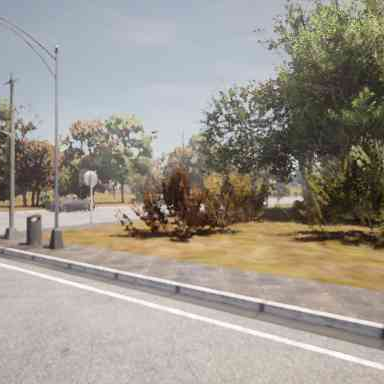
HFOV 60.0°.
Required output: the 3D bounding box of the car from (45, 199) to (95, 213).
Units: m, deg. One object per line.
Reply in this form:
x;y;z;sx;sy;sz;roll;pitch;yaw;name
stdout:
-13.216;1.471;36.488;2.033;1.411;5.357;0;0;32;car
